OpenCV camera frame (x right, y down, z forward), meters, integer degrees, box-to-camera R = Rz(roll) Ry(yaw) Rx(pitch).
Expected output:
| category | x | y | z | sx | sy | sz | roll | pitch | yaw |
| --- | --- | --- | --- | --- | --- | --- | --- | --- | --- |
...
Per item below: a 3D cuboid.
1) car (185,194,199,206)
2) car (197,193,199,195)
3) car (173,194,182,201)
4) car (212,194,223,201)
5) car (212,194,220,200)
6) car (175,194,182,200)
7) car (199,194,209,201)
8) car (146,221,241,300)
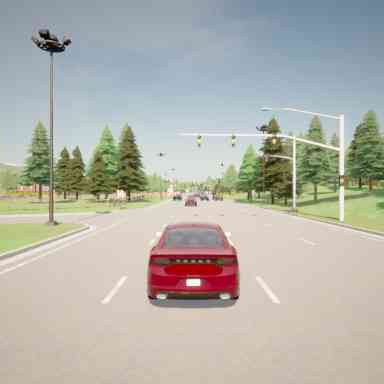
| category | x | y | z | sx | sy | sz | roll | pitch | yaw |
| --- | --- | --- | --- | --- | --- | --- | --- | --- | --- |
| car | -0.155 | 1.525 | 53.062 | 1.812 | 1.442 | 4.674 | 0 | 0 | 0 |
| car | 3.224 | 1.357 | 94.105 | 2.128 | 1.511 | 4.902 | 0 | 0 | 0 |
| car | -3.745 | 1.469 | 83.664 | 1.882 | 1.535 | 5.008 | 0 | 0 | 0 |
| car | 6.755 | 1.516 | 83.695 | 2.128 | 1.511 | 4.902 | 0 | 0 | 0 |
| car | 6.724 | 1.372 | 94.115 | 2.033 | 1.411 | 5.357 | 0 | 0 | 0 |
| car | -3.776 | 1.310 | 94.084 | 1.882 | 1.535 | 5.008 | 0 | 0 | 0 |
| car | 3.254 | 1.516 | 84.101 | 1.812 | 1.442 | 4.674 | 0 | 0 | 0 |
| car | 0.038 | 1.478 | 8.459 | 1.882 | 1.535 | 5.008 | 0 | 0 | 0 |
